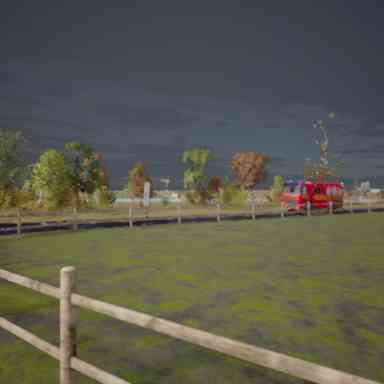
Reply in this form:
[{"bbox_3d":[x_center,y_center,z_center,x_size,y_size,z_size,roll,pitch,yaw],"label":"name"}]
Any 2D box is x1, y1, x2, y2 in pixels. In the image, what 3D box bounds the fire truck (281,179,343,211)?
[{"bbox_3d":[14.751,0.435,40.668,8.468,3.827,2.891,0,0,-34],"label":"fire truck"}]
